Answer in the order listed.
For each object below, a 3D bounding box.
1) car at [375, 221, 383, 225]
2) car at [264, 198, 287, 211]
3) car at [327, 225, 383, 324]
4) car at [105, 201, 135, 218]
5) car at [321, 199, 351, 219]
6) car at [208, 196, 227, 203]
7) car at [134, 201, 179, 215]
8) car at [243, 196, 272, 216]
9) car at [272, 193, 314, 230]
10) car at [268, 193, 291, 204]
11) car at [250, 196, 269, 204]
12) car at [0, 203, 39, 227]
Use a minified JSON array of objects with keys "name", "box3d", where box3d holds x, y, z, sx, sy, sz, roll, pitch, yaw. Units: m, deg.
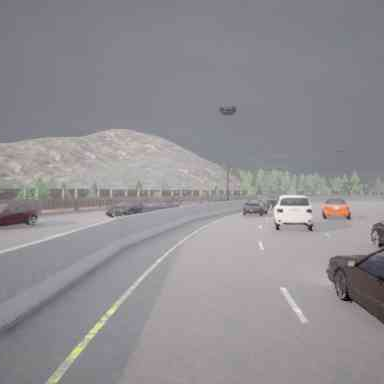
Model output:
[{"name":"car","box3d":[8.117,1.491,11.848,2.128,1.511,4.902,0,0,8]},{"name":"car","box3d":[10.759,1.503,42.597,1.837,1.490,4.892,0,0,28]},{"name":"car","box3d":[3.841,1.547,5.134,2.033,1.411,5.357,0,0,4]},{"name":"car","box3d":[-5.784,1.547,30.353,2.033,1.411,5.357,0,0,17]},{"name":"car","box3d":[12.492,1.351,29.059,2.097,1.767,4.553,0,0,20]},{"name":"car","box3d":[4.736,1.505,59.963,1.837,1.490,4.892,0,-1,34]},{"name":"car","box3d":[-2.634,1.547,28.726,2.033,1.411,5.357,0,0,17]},{"name":"car","box3d":[6.229,1.491,32.262,2.128,1.511,4.902,0,0,21]},{"name":"car","box3d":[6.397,1.222,21.203,2.150,2.045,5.566,0,0,14]},{"name":"car","box3d":[16.962,1.221,64.620,2.150,2.045,5.566,0,0,40]},{"name":"car","box3d":[13.402,1.522,65.733,1.812,1.442,4.674,0,0,39]},{"name":"car","box3d":[-11.784,1.477,20.738,1.882,1.535,5.008,0,0,12]}]
